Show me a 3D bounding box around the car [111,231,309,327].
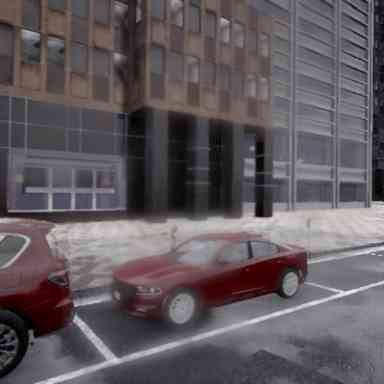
[{"bbox_3d":[0.566,1.558,7.019,4.507,1.381,1.887,1,0,-35],"label":"car"}]

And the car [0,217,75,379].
[{"bbox_3d":[-3.968,1.284,3.865,5.009,1.841,2.192,1,0,-35],"label":"car"}]
